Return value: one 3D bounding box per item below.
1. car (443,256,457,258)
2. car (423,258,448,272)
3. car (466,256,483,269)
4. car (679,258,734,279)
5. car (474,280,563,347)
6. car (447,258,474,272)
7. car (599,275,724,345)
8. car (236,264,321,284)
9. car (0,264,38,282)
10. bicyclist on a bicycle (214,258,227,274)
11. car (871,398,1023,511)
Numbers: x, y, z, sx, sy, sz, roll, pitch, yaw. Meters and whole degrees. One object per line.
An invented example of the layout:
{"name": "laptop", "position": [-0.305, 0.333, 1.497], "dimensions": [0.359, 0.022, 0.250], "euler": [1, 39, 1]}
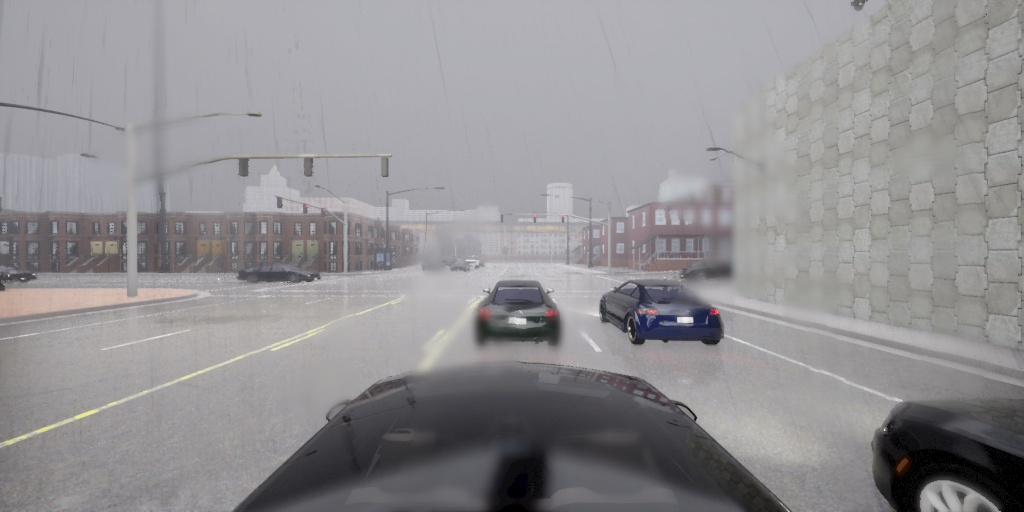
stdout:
{"name": "car", "position": [-9.907, 0.971, 56.712], "dimensions": [2.150, 2.045, 5.566], "euler": [0, 0, 1]}
{"name": "car", "position": [-10.036, 1.297, 46.488], "dimensions": [2.033, 1.411, 5.357], "euler": [0, 0, 1]}
{"name": "car", "position": [-6.410, 0.970, 56.599], "dimensions": [2.150, 2.045, 5.566], "euler": [0, 0, 1]}
{"name": "car", "position": [14.734, 1.081, 25.973], "dimensions": [4.892, 1.490, 1.837], "euler": [-3, 0, 1]}
{"name": "car", "position": [0.166, 1.314, 9.388], "dimensions": [1.994, 1.385, 4.181], "euler": [0, 0, 1]}
{"name": "car", "position": [-6.541, 1.297, 46.215], "dimensions": [2.033, 1.411, 5.357], "euler": [0, 0, 1]}
{"name": "car", "position": [3.670, 1.314, 9.546], "dimensions": [1.994, 1.385, 4.181], "euler": [0, 0, 1]}
{"name": "car", "position": [-17.021, 1.297, 26.265], "dimensions": [5.357, 1.411, 2.033], "euler": [0, 0, 1]}
{"name": "car", "position": [-38.678, 1.297, 26.465], "dimensions": [5.357, 1.411, 2.033], "euler": [0, 0, 1]}
{"name": "bicyclist on a bicycle", "position": [-30.380, 1.053, 37.372], "dimensions": [0.582, 1.620, 1.656], "euler": [0, 0, 1]}
{"name": "car", "position": [3.584, 1.255, 0.634], "dimensions": [1.837, 1.490, 4.892], "euler": [0, 0, 1]}
